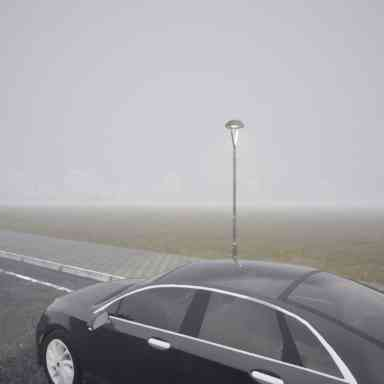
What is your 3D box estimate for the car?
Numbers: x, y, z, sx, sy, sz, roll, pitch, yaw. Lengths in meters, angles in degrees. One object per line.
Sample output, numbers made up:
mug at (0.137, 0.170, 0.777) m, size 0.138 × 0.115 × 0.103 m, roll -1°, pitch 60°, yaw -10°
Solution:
car at (0.263, 1.506, 3.522) m, size 4.892 × 1.490 × 1.837 m, roll 0°, pitch 0°, yaw 36°
